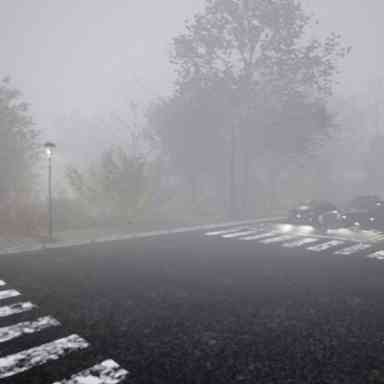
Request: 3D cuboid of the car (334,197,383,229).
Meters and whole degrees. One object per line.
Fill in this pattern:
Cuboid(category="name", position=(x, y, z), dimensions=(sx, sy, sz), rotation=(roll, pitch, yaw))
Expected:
Cuboid(category="car", position=(10.446, 1.217, 19.023), dimensions=(5.357, 1.411, 2.033), rotation=(-1, 1, -44))

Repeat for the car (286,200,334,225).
Cuboid(category="car", position=(7.697, 1.204, 20.889), dimensions=(4.181, 1.385, 1.994), rotation=(-1, 1, -44))

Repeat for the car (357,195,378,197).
Cuboid(category="car", position=(14.130, 1.040, 27.049), dimensions=(4.892, 1.490, 1.837), rotation=(-1, 1, -44))
